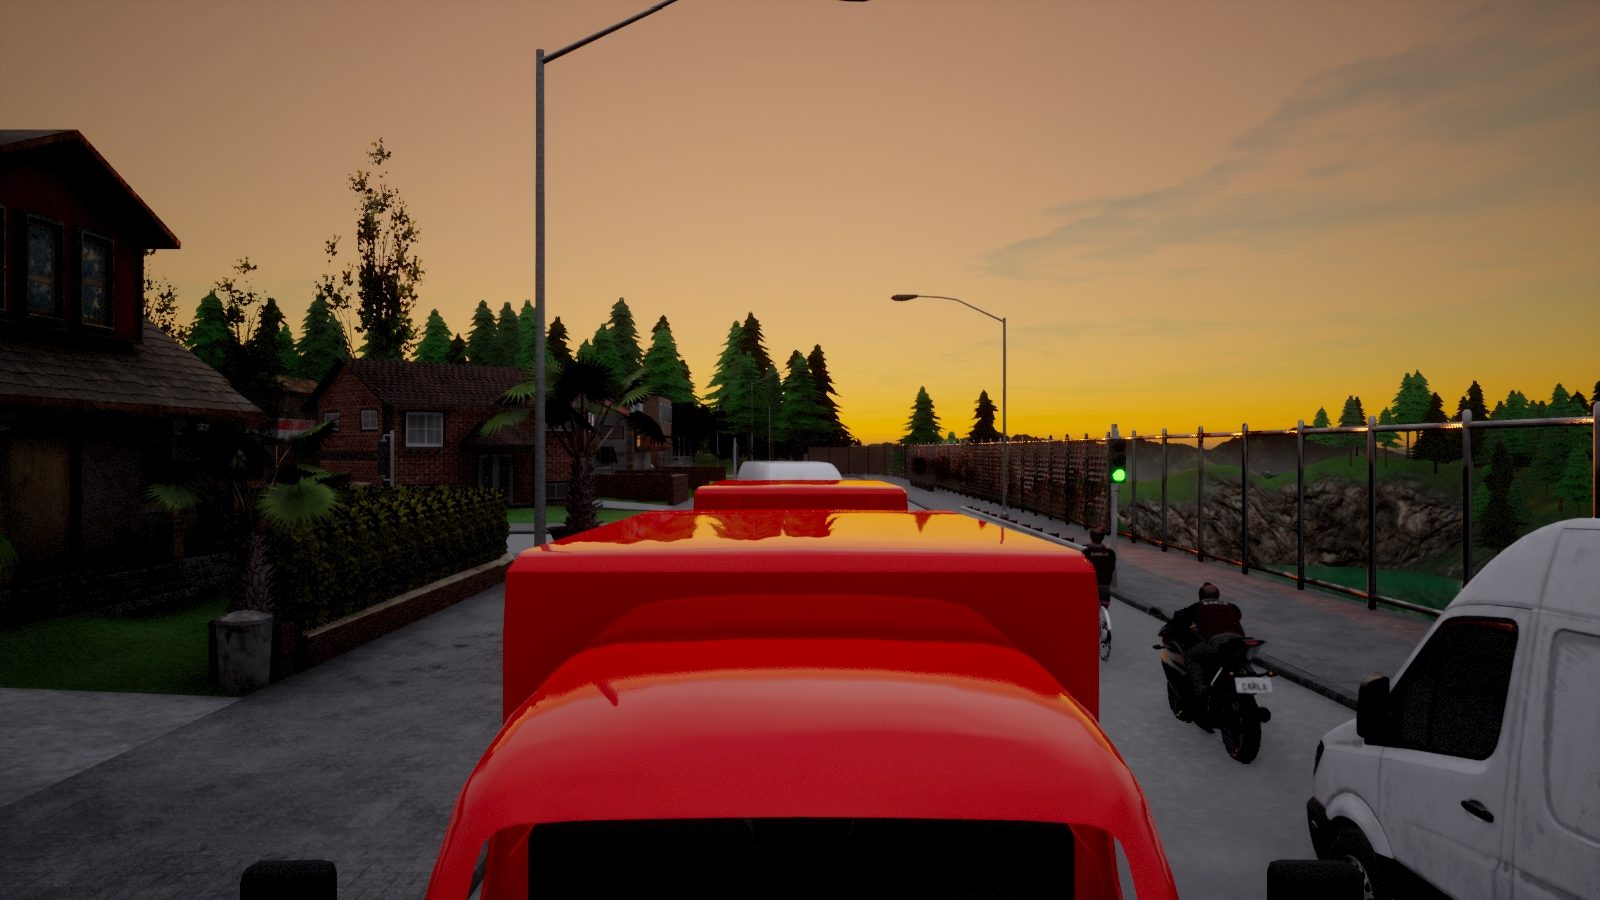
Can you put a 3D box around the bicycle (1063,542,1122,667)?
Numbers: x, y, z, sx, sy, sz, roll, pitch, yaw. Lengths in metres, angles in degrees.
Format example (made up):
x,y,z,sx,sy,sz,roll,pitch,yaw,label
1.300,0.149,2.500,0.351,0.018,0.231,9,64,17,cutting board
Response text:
x,y,z,sx,sy,sz,roll,pitch,yaw,label
3.987,2.067,15.667,0.329,1.471,1.835,0,0,0,bicycle

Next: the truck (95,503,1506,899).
x,y,z,sx,sy,sz,roll,pitch,yaw,label
-0.001,1.570,4.728,2.627,2.467,5.204,0,0,0,truck

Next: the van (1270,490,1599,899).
x,y,z,sx,sy,sz,roll,pitch,yaw,label
3.998,1.537,4.333,1.988,2.561,5.915,0,0,0,van

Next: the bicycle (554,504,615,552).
x,y,z,sx,sy,sz,roll,pitch,yaw,label
-6.027,2.170,32.019,1.487,1.276,0.859,0,0,8,bicycle

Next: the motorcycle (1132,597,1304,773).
x,y,z,sx,sy,sz,roll,pitch,yaw,label
4.000,2.210,11.156,0.867,1.251,2.209,0,0,0,motorcycle
